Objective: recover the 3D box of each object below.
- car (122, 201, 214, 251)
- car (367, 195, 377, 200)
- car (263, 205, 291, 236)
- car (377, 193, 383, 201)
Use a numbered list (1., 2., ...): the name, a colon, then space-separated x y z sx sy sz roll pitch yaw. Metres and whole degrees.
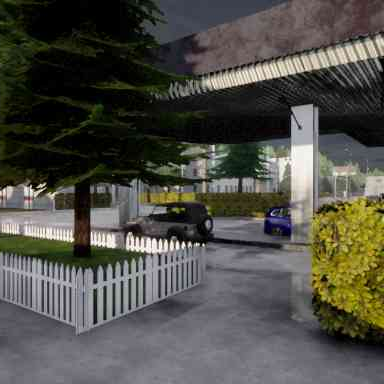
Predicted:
1. car: -0.981 1.313 13.836 3.866 1.878 1.905 0 0 35
2. car: 33.036 1.298 60.262 2.007 1.523 4.514 0 0 35
3. car: 5.820 1.480 15.985 4.611 1.667 2.242 0 0 35
4. car: 25.773 1.077 43.521 1.905 1.878 3.866 0 0 35
